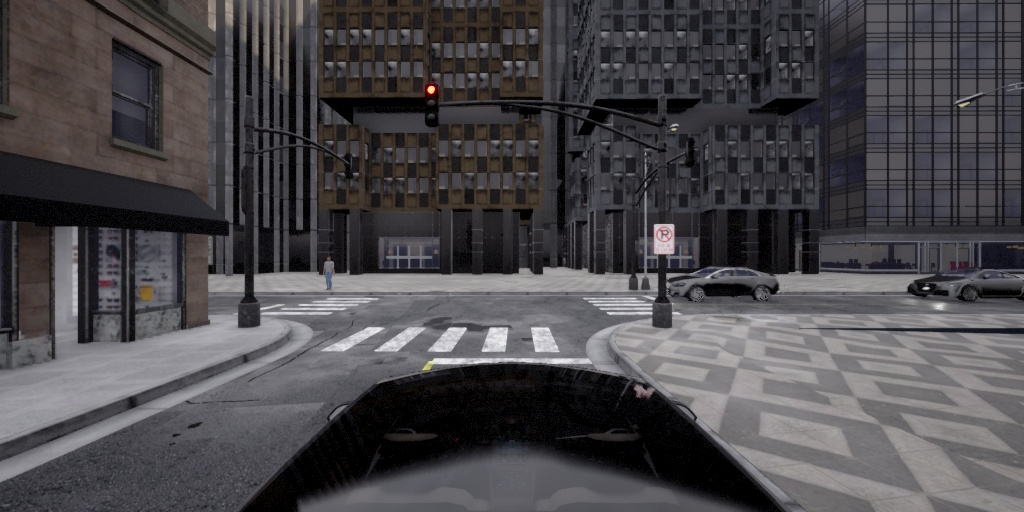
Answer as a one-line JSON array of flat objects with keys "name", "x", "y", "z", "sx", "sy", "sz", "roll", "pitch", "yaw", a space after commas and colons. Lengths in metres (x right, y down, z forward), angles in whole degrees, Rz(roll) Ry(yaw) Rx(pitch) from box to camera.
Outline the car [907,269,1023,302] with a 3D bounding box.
[{"name": "car", "x": 20.755, "y": 1.283, "z": 16.251, "sx": 4.181, "sy": 1.385, "sz": 1.994, "roll": 0, "pitch": 0, "yaw": 0}]

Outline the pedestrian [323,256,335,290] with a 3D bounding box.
[{"name": "pedestrian", "x": -9.929, "y": 0.902, "z": 19.486, "sx": 0.375, "sy": 1.860, "sz": 0.375, "roll": 0, "pitch": 0, "yaw": 0}]

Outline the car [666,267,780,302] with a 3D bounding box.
[{"name": "car", "x": 9.318, "y": 1.227, "z": 16.212, "sx": 4.902, "sy": 1.511, "sz": 2.128, "roll": 0, "pitch": 0, "yaw": -2}]
